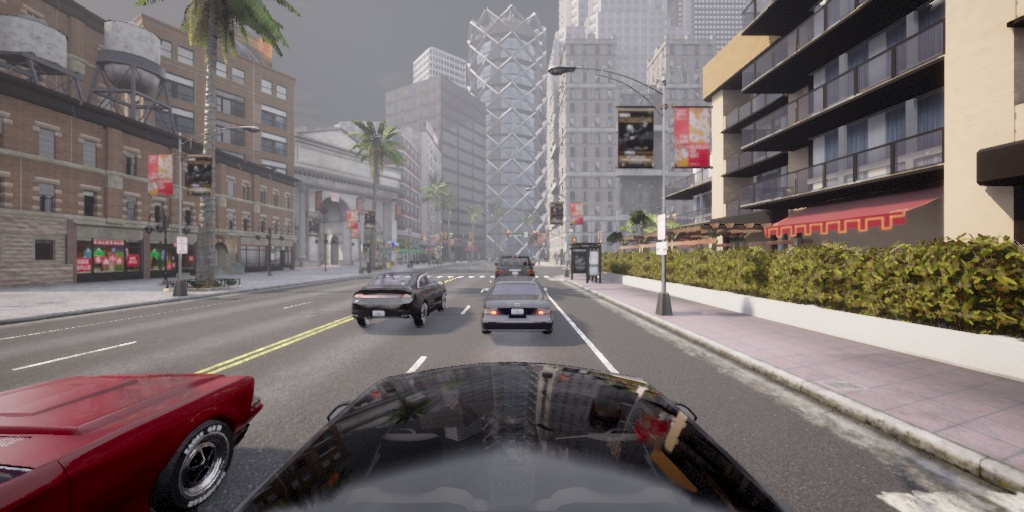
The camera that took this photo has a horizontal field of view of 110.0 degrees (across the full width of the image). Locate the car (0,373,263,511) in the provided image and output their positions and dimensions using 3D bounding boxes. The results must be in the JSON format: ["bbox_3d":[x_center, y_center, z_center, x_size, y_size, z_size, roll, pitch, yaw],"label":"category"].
[{"bbox_3d":[-3.351,1.351,1.348,1.895,1.301,4.718,0,0,-1],"label":"car"}]

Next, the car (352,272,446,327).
[{"bbox_3d":[-3.362,1.241,11.516,2.128,1.511,4.902,0,0,0],"label":"car"}]

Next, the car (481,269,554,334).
[{"bbox_3d":[0.129,1.297,10.579,2.033,1.411,5.357,0,0,0],"label":"car"}]

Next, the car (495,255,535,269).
[{"bbox_3d":[0.166,0.970,20.830,2.150,2.045,5.566,0,0,0],"label":"car"}]
